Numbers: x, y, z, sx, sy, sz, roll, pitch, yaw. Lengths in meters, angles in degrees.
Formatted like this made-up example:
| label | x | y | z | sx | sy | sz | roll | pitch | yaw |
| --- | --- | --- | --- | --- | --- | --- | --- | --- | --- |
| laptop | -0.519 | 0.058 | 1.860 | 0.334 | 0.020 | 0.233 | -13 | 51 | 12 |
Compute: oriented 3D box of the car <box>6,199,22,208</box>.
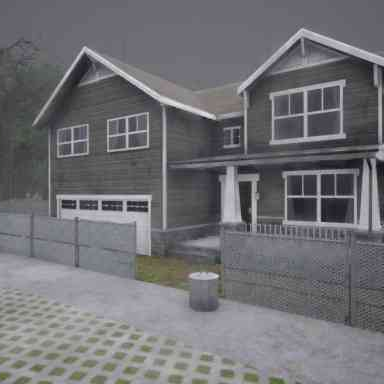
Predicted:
| label | x | y | z | sx | sy | sz | roll | pitch | yaw |
| --- | --- | --- | --- | --- | --- | --- | --- | --- | --- |
| car | -15.082 | 1.479 | 25.309 | 4.674 | 1.442 | 1.812 | 0 | 0 | -31 |

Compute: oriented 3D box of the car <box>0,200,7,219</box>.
| label | x | y | z | sx | sy | sz | roll | pitch | yaw |
| --- | --- | --- | --- | --- | --- | --- | --- | --- | --- |
| car | -18.060 | 1.460 | 27.307 | 4.902 | 1.511 | 2.128 | 0 | 0 | -31 |

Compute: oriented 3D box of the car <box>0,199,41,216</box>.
| label | x | y | z | sx | sy | sz | roll | pitch | yaw |
| --- | --- | --- | --- | --- | --- | --- | --- | --- | --- |
| car | -17.242 | 1.465 | 31.796 | 4.902 | 1.511 | 2.128 | 0 | 0 | -32 |
